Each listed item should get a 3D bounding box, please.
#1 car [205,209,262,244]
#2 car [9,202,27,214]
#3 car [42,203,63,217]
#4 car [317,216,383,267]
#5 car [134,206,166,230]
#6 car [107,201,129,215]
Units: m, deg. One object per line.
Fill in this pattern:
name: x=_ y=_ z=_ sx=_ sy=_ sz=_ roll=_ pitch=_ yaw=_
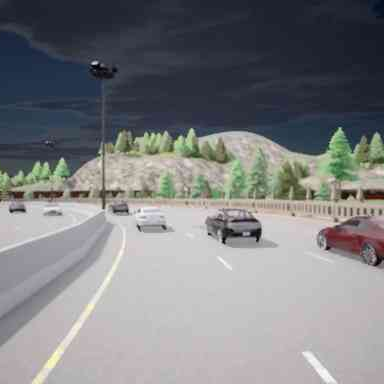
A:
car: x=1.905 y=1.591 z=16.530 sx=2.128 sy=1.511 sz=4.902 roll=0 pitch=0 yaw=-10
car: x=-23.085 y=2.074 z=44.084 sx=2.033 sy=1.411 sz=5.357 roll=0 pitch=-1 yaw=-30
car: x=-15.305 y=1.908 z=36.496 sx=1.812 sy=1.442 sz=4.674 roll=0 pitch=-1 yaw=-24
car: x=6.174 y=1.568 z=11.590 sx=1.812 sy=1.442 sz=4.674 roll=0 pitch=0 yaw=-7
car: x=-2.894 y=1.698 z=22.434 sx=1.812 sy=1.442 sz=4.674 roll=0 pitch=0 yaw=-13
car: x=-8.809 y=1.845 z=39.542 sx=2.128 sy=1.511 sz=4.902 roll=0 pitch=-1 yaw=-24
